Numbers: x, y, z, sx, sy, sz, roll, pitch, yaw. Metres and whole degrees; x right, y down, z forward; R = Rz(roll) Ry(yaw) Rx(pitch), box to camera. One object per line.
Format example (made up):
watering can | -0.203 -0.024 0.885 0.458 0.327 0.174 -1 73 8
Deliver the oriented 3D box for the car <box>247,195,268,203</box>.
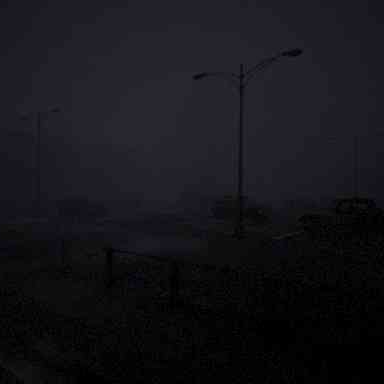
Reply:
car | 12.812 1.305 65.392 3.633 1.501 1.845 1 0 38

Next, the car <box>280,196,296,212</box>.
car | 11.922 1.415 34.409 4.514 1.523 2.007 1 0 38

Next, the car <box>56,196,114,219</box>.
car | -8.467 1.229 25.721 4.514 1.523 2.007 1 0 38

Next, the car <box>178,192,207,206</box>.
car | -0.195 0.963 48.285 3.866 1.878 1.905 1 0 38

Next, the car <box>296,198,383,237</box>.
car | 7.874 1.252 17.595 3.866 1.878 1.905 1 0 38

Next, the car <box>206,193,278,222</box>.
car | 3.696 1.177 25.028 4.605 1.855 1.932 1 0 38

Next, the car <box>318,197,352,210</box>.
car | 18.106 1.460 42.258 3.633 1.501 1.845 1 0 38

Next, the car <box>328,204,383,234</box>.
car | 10.398 1.552 19.841 3.806 1.475 1.970 1 0 38

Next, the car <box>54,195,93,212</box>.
car | -11.767 1.079 32.946 3.806 1.475 1.970 1 0 38

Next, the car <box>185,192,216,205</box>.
car | 1.269 0.985 50.829 4.605 1.855 1.932 1 0 38

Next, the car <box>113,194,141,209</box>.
car | -8.071 1.011 38.202 5.027 1.636 2.152 1 0 38

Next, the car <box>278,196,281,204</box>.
car | 16.826 1.407 58.476 3.806 1.475 1.970 1 0 38
